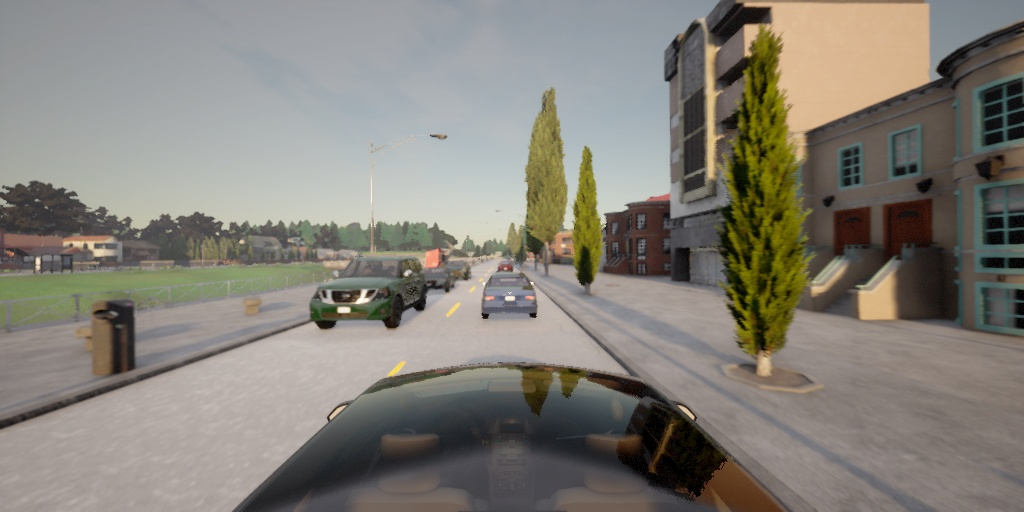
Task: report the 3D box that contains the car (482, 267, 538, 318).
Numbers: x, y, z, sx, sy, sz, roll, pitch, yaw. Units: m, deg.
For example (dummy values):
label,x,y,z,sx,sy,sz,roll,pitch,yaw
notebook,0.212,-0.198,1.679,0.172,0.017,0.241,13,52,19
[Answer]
label,x,y,z,sx,sy,sz,roll,pitch,yaw
car,-0.118,1.300,13.096,2.033,1.411,5.357,0,0,-1

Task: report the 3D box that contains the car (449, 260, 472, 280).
label,x,y,z,sx,sy,sz,roll,pitch,yaw
car,-4.699,1.146,30.998,2.097,1.767,4.553,0,0,-1

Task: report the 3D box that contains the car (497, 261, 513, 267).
label,x,y,z,sx,sy,sz,roll,pitch,yaw
car,-0.796,1.288,43.503,1.812,1.442,4.674,0,0,-1

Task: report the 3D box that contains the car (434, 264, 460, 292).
label,x,y,z,sx,sy,sz,roll,pitch,yaw
car,-4.507,1.355,21.327,1.994,1.385,4.181,0,0,-2

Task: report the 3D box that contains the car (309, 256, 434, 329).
label,x,y,z,sx,sy,sz,roll,pitch,yaw
car,-4.295,1.009,11.806,2.150,2.045,5.566,0,0,-1
